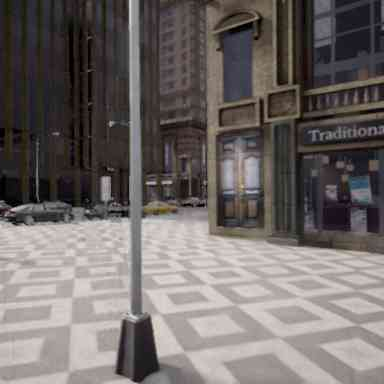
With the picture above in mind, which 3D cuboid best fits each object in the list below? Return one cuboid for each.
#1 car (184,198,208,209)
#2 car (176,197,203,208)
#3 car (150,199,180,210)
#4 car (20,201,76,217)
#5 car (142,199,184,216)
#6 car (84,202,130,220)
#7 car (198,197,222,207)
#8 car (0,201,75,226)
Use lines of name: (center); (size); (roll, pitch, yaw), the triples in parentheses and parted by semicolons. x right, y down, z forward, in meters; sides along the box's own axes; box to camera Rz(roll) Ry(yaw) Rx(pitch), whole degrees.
car: (0.610, 1.675, 46.457); (1.895, 1.301, 4.718); (-1, -1, 36)
car: (-0.339, 1.556, 49.786); (1.967, 1.590, 4.097); (-1, -1, 35)
car: (-3.615, 1.662, 45.161); (1.802, 1.307, 4.206); (-1, -1, 35)
car: (-13.448, 1.547, 31.286); (2.008, 1.369, 4.403); (-1, -1, 35)
car: (-3.136, 1.459, 31.095); (1.752, 1.417, 4.829); (-1, -1, 35)
car: (-6.510, 1.475, 26.333); (1.947, 1.339, 4.313); (-1, -1, 35)
car: (2.939, 1.595, 54.413); (1.967, 1.590, 4.097); (-1, -1, 35)
car: (-9.789, 1.439, 21.706); (2.008, 1.369, 4.403); (-1, -1, 35)
